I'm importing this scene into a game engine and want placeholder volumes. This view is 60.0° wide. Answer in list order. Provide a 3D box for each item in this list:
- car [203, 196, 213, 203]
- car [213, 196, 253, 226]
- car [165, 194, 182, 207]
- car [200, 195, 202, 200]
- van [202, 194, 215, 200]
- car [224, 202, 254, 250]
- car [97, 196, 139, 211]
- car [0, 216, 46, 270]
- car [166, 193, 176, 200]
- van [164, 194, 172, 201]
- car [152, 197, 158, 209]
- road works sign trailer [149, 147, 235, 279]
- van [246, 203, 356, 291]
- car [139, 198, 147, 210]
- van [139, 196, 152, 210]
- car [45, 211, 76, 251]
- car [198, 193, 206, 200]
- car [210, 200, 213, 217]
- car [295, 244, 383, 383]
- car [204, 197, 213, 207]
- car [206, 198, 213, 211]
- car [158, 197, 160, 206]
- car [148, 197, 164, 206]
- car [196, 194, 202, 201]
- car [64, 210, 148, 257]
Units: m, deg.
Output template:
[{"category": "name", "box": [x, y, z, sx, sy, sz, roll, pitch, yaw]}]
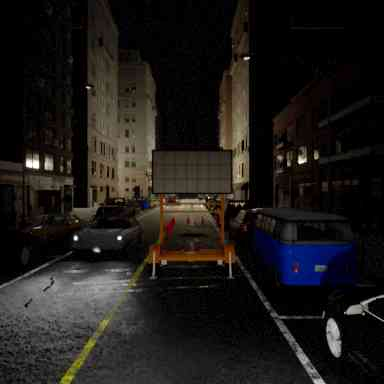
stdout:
[{"category": "car", "box": [2.692, 1.571, 42.734, 1.802, 1.307, 4.206, 0, 0, 0]}, {"category": "car", "box": [2.678, 1.312, 20.056, 2.192, 1.841, 5.009, 0, 0, 0]}, {"category": "car", "box": [-2.971, 1.331, 51.701, 2.097, 1.767, 4.553, 0, 0, 0]}, {"category": "car", "box": [2.699, 1.501, 54.243, 1.752, 1.417, 4.829, 0, 0, 0]}, {"category": "van", "box": [2.696, 1.325, 48.404, 1.690, 1.788, 3.998, 0, 0, 0]}, {"category": "car", "box": [2.675, 1.438, 14.387, 1.967, 1.590, 4.097, 0, 0, 0]}, {"category": "car", "box": [-5.844, 1.311, 25.719, 2.192, 1.841, 5.009, 0, 0, 0]}, {"category": "car", "box": [-5.854, 1.544, 8.714, 1.887, 1.381, 4.507, 0, 0, 0]}, {"category": "car", "box": [-5.803, 1.237, 92.429, 2.192, 1.841, 5.009, 0, 0, 0]}, {"category": "van", "box": [-5.810, 1.282, 81.256, 1.690, 1.788, 3.998, 0, 0, 0]}, {"category": "car", "box": [-5.833, 1.515, 42.554, 1.752, 1.417, 4.829, 0, 0, 0]}, {"category": "road works sign trailer", "box": [0.005, 0.463, 10.030, 2.380, 3.560, 2.880, 0, 0, 0]}, {"category": "van", "box": [2.672, 1.340, 8.718, 1.690, 1.788, 3.998, 0, 0, 0]}, {"category": "car", "box": [-5.840, 1.545, 31.387, 2.008, 1.369, 4.403, 0, 0, 0]}, {"category": "van", "box": [-5.837, 1.334, 37.055, 1.690, 1.788, 3.998, 0, 0, 0]}, {"category": "car", "box": [-5.851, 1.524, 14.212, 1.752, 1.417, 4.829, 0, 0, 0]}, {"category": "car", "box": [2.722, 1.237, 92.439, 2.192, 1.841, 5.009, 0, 0, 0]}, {"category": "car", "box": [2.682, 1.562, 25.726, 1.947, 1.339, 4.313, 0, 0, 0]}, {"category": "car", "box": [2.669, 1.551, 3.049, 2.008, 1.369, 4.403, 0, 0, 0]}, {"category": "car", "box": [2.689, 1.544, 37.064, 2.008, 1.369, 4.403, 0, 0, 0]}, {"category": "car", "box": [2.685, 1.560, 31.395, 1.947, 1.339, 4.313, 0, 0, 0]}, {"category": "car", "box": [-5.830, 1.509, 48.223, 1.752, 1.417, 4.829, 0, 0, 0]}, {"category": "car", "box": [-5.826, 1.527, 54.061, 2.008, 1.369, 4.403, 0, 0, 0]}, {"category": "car", "box": [2.716, 1.381, 81.269, 1.967, 1.590, 4.097, 0, 0, 0]}, {"category": "car", "box": [-3.095, 1.599, 13.064, 1.895, 1.301, 4.718, 0, 0, 0]}]
